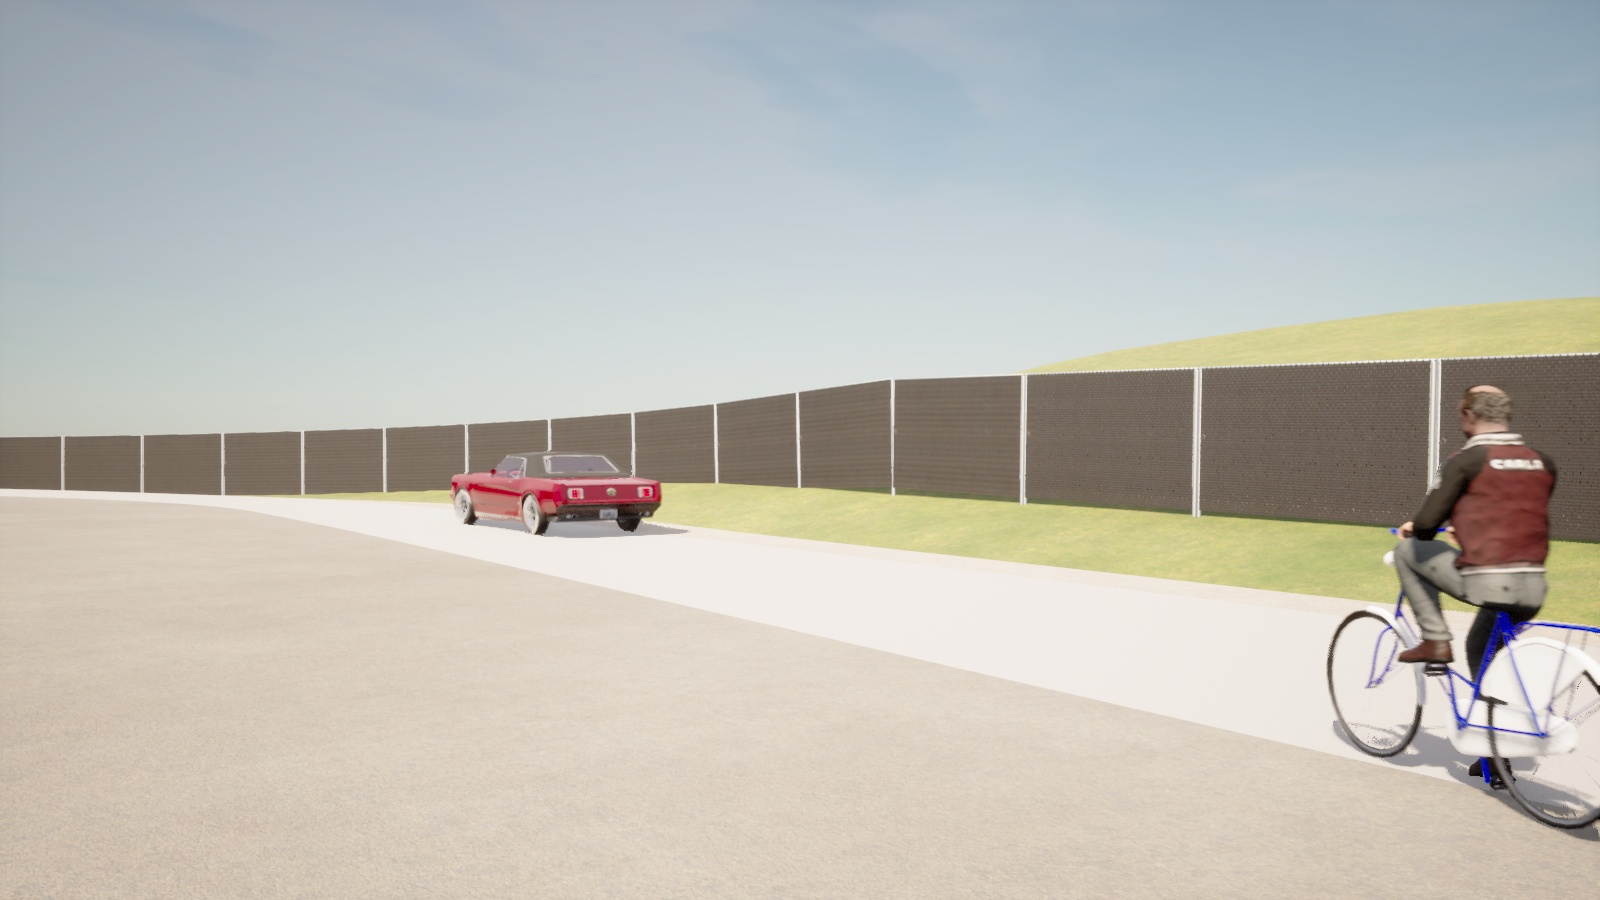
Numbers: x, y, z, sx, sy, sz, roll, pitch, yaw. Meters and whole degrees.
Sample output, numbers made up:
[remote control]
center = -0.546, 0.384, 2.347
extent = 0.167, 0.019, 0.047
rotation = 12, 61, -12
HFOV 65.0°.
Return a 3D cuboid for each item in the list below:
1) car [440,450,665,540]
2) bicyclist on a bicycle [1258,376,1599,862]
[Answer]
[car]
center = -4.309, 0.671, 21.273
extent = 1.895, 1.301, 4.718
rotation = 0, 1, -36
[bicyclist on a bicycle]
center = 2.832, 0.614, 5.557
extent = 0.659, 1.776, 1.843
rotation = 0, 0, -10
